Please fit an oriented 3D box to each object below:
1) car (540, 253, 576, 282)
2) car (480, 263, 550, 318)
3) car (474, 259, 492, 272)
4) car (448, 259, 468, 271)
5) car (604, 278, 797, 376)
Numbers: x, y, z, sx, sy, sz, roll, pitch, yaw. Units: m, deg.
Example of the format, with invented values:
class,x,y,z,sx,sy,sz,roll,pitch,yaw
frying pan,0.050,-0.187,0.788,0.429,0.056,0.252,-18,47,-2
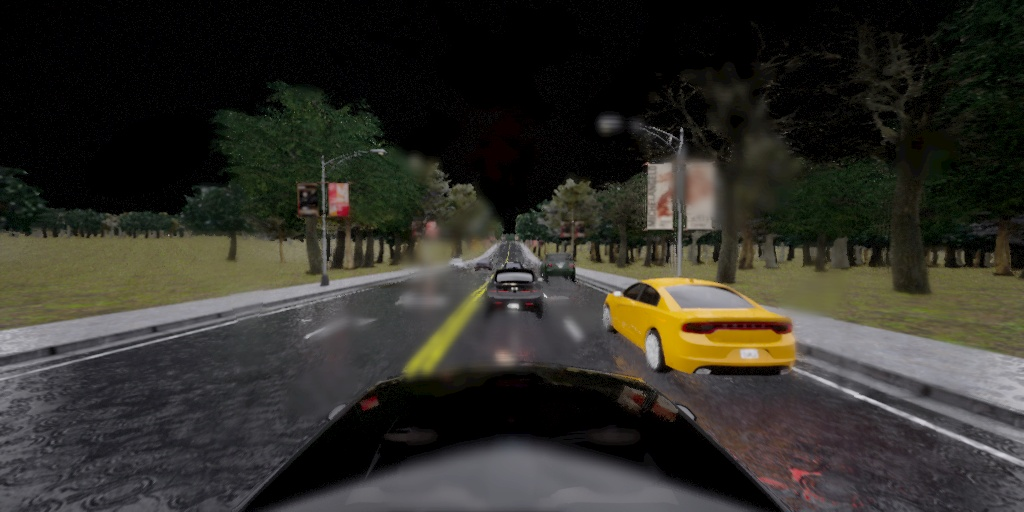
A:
class,x,y,z,sx,sy,sz,roll,pitch,yaw
car,3.340,0.804,26.790,2.150,2.045,5.566,0,0,0
car,0.088,1.174,12.629,1.837,1.490,4.892,0,0,0
car,-3.337,1.079,42.803,2.033,1.411,5.357,0,0,0
car,-6.577,1.057,44.185,1.812,1.442,4.674,0,0,0
car,3.320,1.182,7.461,1.882,1.535,5.008,0,1,0
